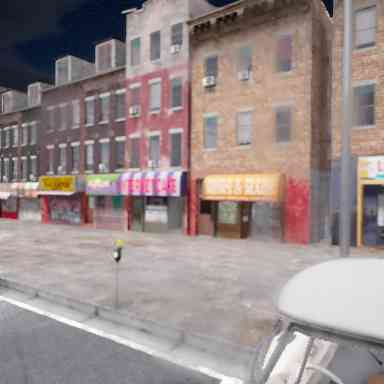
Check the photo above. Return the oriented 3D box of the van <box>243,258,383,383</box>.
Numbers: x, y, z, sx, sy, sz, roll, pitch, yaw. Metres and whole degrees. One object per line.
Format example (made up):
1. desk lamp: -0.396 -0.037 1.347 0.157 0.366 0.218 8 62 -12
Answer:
1. van: 2.063 1.332 1.313 3.998 1.788 1.690 -1 1 36
